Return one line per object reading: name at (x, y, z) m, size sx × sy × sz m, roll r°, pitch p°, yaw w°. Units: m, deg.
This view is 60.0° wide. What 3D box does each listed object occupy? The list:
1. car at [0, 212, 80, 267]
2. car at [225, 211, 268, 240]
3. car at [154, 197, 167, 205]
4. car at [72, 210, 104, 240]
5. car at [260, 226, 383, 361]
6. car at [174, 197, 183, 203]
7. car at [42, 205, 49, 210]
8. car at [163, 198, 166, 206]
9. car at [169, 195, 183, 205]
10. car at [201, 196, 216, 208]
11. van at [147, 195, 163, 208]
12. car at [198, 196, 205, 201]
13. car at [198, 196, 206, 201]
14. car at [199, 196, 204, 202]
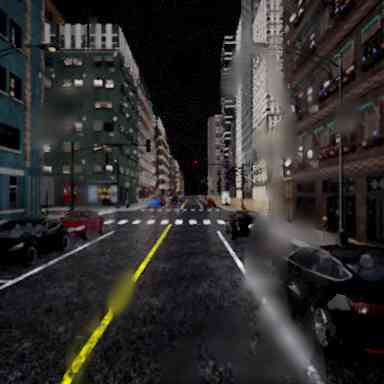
car at (-5.683, 1.583, 11.489) m, size 1.947 × 1.339 × 4.313 m, roll 0°, pitch 0°, yaw 0°
car at (2.699, 1.591, 17.000) m, size 1.947 × 1.339 × 4.313 m, roll 0°, pitch 0°, yaw 0°
car at (-5.679, 1.654, 60.463) m, size 1.887 × 1.381 × 4.507 m, roll 0°, pitch 0°, yaw 0°
car at (-5.683, 1.608, 17.013) m, size 1.802 × 1.307 × 4.206 m, roll 0°, pitch 0°, yaw 0°
car at (2.698, 1.575, 5.953) m, size 1.947 × 1.339 × 4.313 m, roll 0°, pitch 0°, yaw 0°
car at (-2.993, 1.740, 76.410) m, size 1.895 × 1.301 × 4.718 m, roll 0°, pitch 0°, yaw 0°
car at (-18.781, 1.412, 38.250) m, size 4.313 × 1.339 × 1.947 m, roll 1°, pitch -1°, yaw 0°
car at (-5.677, 1.413, 54.936) m, size 2.192 × 1.841 × 5.009 m, roll 0°, pitch 0°, yaw 0°
car at (-3.030, 1.614, 60.960) m, size 1.837 × 1.490 × 4.892 m, roll 0°, pitch 0°, yaw 1°
car at (2.701, 1.668, 49.405) m, size 1.802 × 1.307 × 4.206 m, roll 0°, pitch 0°, yaw 0°
van at (-5.678, 1.427, 49.408) m, size 1.690 × 1.788 × 3.998 m, roll 0°, pitch 0°, yaw 0°
car at (2.705, 1.735, 93.627) m, size 1.887 × 1.381 × 4.507 m, roll 0°, pitch 0°, yaw 0°
car at (2.704, 1.727, 88.099) m, size 2.008 × 1.369 × 4.403 m, roll 0°, pitch 0°, yaw 0°
car at (2.703, 1.549, 60.462) m, size 1.967 × 1.590 × 4.097 m, roll 0°, pitch 0°, yaw 0°
